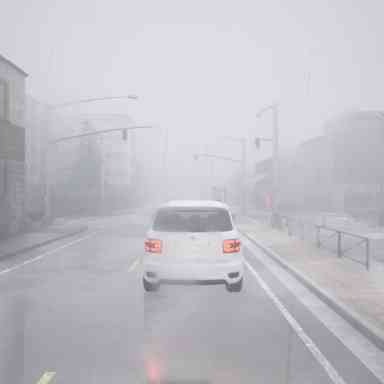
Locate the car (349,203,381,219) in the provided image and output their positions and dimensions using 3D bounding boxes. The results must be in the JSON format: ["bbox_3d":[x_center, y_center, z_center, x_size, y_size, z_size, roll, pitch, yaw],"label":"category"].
[{"bbox_3d":[16.648,1.740,30.262,4.181,1.385,1.994,0,0,0],"label":"car"}]

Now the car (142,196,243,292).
[{"bbox_3d":[0.033,1.221,9.074,2.150,2.045,5.566,0,0,1],"label":"car"}]

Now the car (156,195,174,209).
[{"bbox_3d":[-3.703,1.352,46.586,2.097,1.767,4.553,0,0,0],"label":"car"}]

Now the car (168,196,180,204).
[{"bbox_3d":[-3.666,1.547,67.604,2.033,1.411,5.357,0,0,0],"label":"car"}]

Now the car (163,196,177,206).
[{"bbox_3d":[-3.711,1.491,56.967,2.128,1.511,4.902,0,0,0],"label":"car"}]

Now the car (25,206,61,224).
[{"bbox_3d":[-12.972,1.777,26.296,4.718,1.301,1.895,0,0,1],"label":"car"}]
